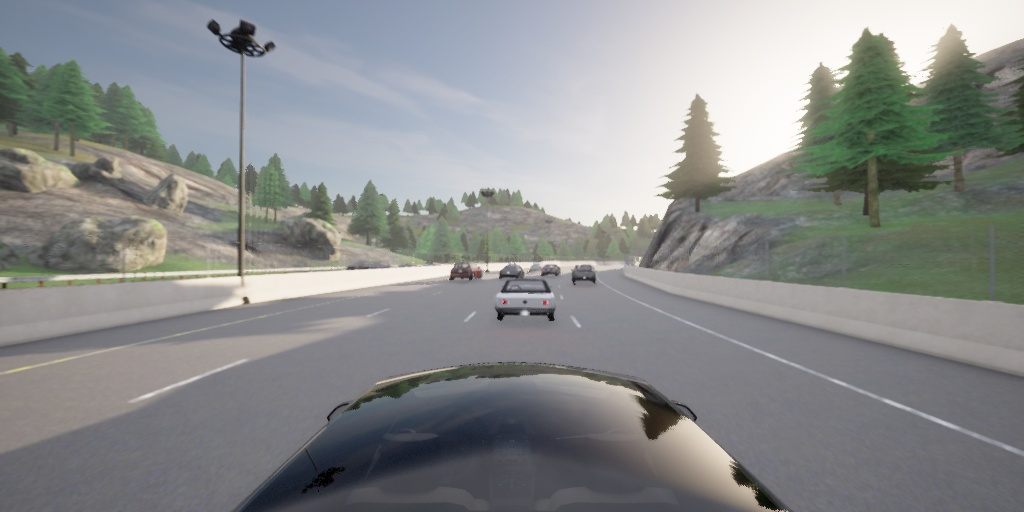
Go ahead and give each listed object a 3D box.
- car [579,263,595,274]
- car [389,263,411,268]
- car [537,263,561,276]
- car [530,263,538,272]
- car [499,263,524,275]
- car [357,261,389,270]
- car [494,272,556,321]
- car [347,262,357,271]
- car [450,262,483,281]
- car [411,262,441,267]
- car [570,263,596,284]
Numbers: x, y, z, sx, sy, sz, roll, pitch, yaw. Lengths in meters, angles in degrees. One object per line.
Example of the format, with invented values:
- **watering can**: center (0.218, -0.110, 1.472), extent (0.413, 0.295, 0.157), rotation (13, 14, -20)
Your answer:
- **car**: center (10.908, 1.759, 52.092), extent (1.994, 1.385, 4.181), rotation (0, 0, 16)
- **car**: center (-14.956, 1.668, 50.828), extent (1.994, 1.385, 4.181), rotation (0, -1, 14)
- **car**: center (4.708, 1.645, 42.504), extent (2.033, 1.411, 5.357), rotation (0, 0, 13)
- **car**: center (3.873, 1.705, 52.969), extent (1.812, 1.442, 4.674), rotation (0, 0, 16)
- **car**: center (0.024, 1.598, 36.699), extent (1.994, 1.385, 4.181), rotation (0, -1, 11)
- **car**: center (-18.792, 1.436, 49.861), extent (2.097, 1.767, 4.553), rotation (0, -1, 14)
- **car**: center (0.528, 1.444, 12.983), extent (1.895, 1.301, 4.718), rotation (0, 0, 3)
- **car**: center (-21.834, 1.444, 52.105), extent (2.097, 1.767, 4.553), rotation (0, -1, 14)
- **car**: center (-4.136, 1.346, 33.268), extent (2.097, 1.767, 4.553), rotation (0, 0, 9)
- **car**: center (-11.537, 1.601, 50.082), extent (2.128, 1.511, 4.902), rotation (0, -1, 14)
- **car**: center (5.900, 1.487, 29.733), extent (2.128, 1.511, 4.902), rotation (0, -1, 9)
